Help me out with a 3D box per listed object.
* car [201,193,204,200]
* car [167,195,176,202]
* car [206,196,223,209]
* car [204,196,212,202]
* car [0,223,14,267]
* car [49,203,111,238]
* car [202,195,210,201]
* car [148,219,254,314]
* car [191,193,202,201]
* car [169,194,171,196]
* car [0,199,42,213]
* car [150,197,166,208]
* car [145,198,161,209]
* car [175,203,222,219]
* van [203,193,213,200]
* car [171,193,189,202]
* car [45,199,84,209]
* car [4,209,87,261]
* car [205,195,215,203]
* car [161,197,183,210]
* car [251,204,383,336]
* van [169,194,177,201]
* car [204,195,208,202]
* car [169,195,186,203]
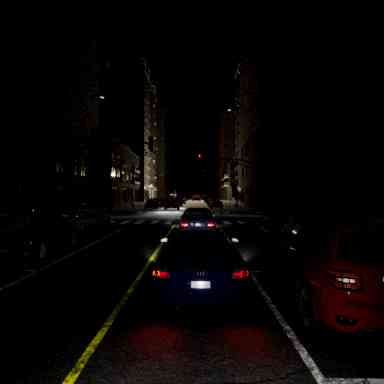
[{"bbox_3d":[3.554,1.335,67.566,2.192,1.841,5.009,1,0,1],"label":"car"},{"bbox_3d":[-4.823,1.466,79.030,1.967,1.590,4.097,1,0,1],"label":"car"},{"bbox_3d":[3.255,1.593,44.874,1.802,1.307,4.206,1,0,1],"label":"car"},{"bbox_3d":[3.700,1.608,78.912,1.802,1.307,4.206,1,0,1],"label":"car"},{"bbox_3d":[-5.773,1.526,6.560,1.752,1.417,4.829,1,0,1],"label":"car"},{"bbox_3d":[-5.626,1.529,17.808,1.752,1.417,4.829,1,0,1],"label":"car"},{"bbox_3d":[3.849,1.599,90.257,1.947,1.339,4.313,1,0,1],"label":"car"},{"bbox_3d":[0.178,1.566,7.736,1.994,1.385,4.181,0,0,1],"label":"car"},{"bbox_3d":[1.103,1.508,84.820,1.882,1.535,5.008,0,0,1],"label":"car"},{"bbox_3d":[-4.973,1.601,67.685,1.802,1.307,4.206,1,0,1],"label":"car"},{"bbox_3d":[-16.412,1.342,29.303,4.902,1.511,2.128,1,-1,1],"label":"car"},{"bbox_3d":[-5.196,1.557,50.668,1.887,1.381,4.507,1,0,1],"label":"car"},{"bbox_3d":[-5.270,1.555,44.995,1.887,1.381,4.507,1,0,1],"label":"car"},{"bbox_3d":[0.276,1.552,17.799,2.033,1.411,5.357,0,0,0],"label":"car"},{"bbox_3d":[3.480,1.358,61.894,1.690,1.788,3.998,1,0,1],"label":"van"},{"bbox_3d":[-2.256,1.369,62.272,2.097,1.767,4.553,0,0,1],"label":"car"},{"bbox_3d":[-12.895,1.406,32.442,4.902,1.511,2.128,1,-1,1],"label":"car"},{"bbox_3d":[-5.698,1.547,12.354,1.887,1.381,4.507,1,0,1],"label":"car"},{"bbox_3d":[3.329,1.594,50.547,1.802,1.307,4.206,1,0,1],"label":"car"},{"bbox_3d":[-2.541,1.611,43.200,1.895,1.301,4.718,0,0,1],"label":"car"},{"bbox_3d":[2.756,1.316,6.609,2.192,1.841,5.009,1,0,1],"label":"car"},{"bbox_3d":[-4.748,1.371,84.702,1.690,1.788,3.998,1,0,1],"label":"van"},{"bbox_3d":[3.403,1.597,56.220,1.802,1.307,4.206,1,0,1],"label":"car"},{"bbox_3d":[-2.411,1.614,52.631,1.895,1.301,4.718,0,0,1],"label":"car"}]
